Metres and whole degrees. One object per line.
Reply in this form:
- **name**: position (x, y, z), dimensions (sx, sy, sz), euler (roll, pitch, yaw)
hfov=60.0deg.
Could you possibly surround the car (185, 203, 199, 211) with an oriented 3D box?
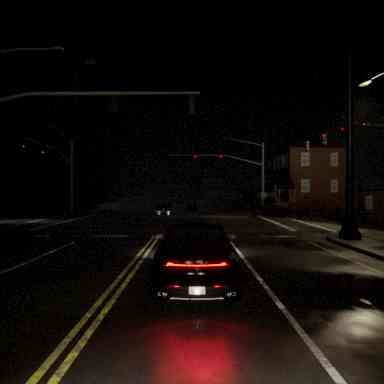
- **car**: position (-0.008, 3.248, 55.631), dimensions (2.150, 2.045, 5.566), euler (0, -12, 0)

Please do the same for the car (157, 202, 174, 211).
- **car**: position (-3.668, 2.056, 45.633), dimensions (2.033, 1.411, 5.357), euler (0, -4, 0)

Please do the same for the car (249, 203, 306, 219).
- **car**: position (7.374, 1.614, 29.243), dimensions (4.718, 1.301, 1.895), euler (3, 0, 8)

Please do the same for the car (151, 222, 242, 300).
- **car**: position (0.087, 1.505, 8.336), dimensions (1.837, 1.490, 4.892), euler (0, 0, 0)

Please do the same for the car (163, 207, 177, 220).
- **car**: position (-3.681, 3.615, 55.736), dimensions (2.033, 1.411, 5.357), euler (0, -12, 0)
